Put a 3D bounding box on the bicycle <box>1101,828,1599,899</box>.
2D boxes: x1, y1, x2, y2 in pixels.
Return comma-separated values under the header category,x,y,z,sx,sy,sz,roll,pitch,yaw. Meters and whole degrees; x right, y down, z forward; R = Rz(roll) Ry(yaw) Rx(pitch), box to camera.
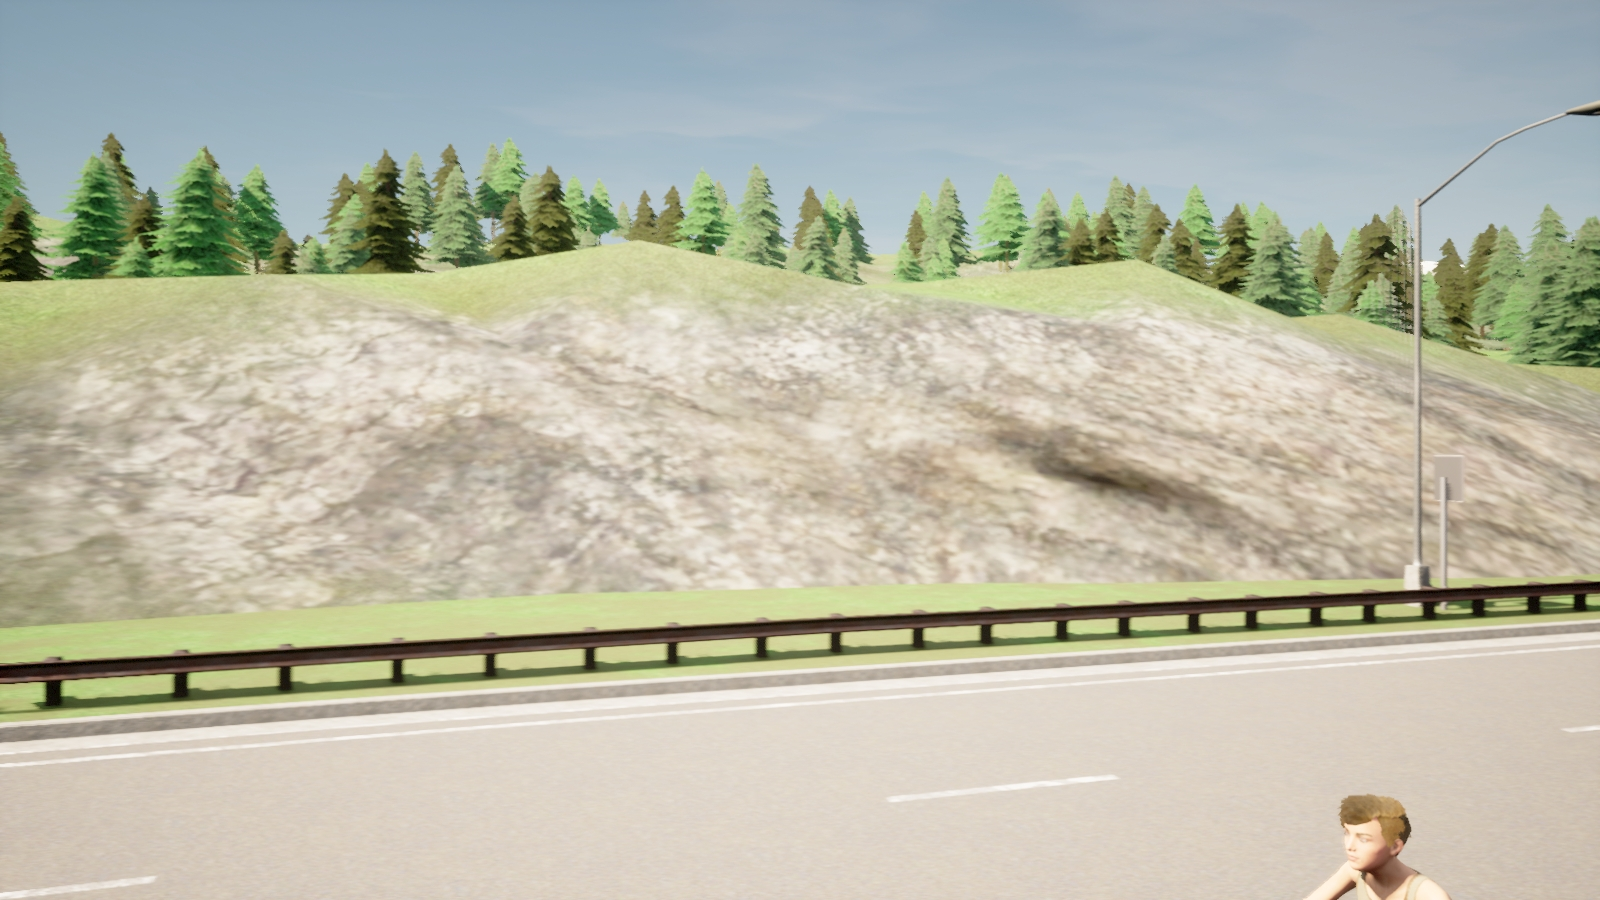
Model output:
category,x,y,z,sx,sy,sz,roll,pitch,yaw
bicycle,1.929,2.158,3.950,1.487,1.277,0.859,0,0,-19
